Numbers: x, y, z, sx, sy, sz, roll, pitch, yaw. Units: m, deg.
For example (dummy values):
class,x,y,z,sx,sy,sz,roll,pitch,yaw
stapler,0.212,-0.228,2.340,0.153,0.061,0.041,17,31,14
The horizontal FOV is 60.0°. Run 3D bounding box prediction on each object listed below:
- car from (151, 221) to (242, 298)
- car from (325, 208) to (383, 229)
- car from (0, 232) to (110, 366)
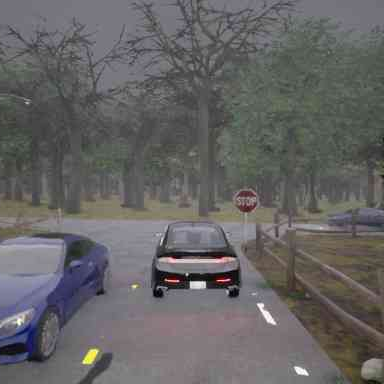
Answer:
class,x,y,z,sx,sy,sz,roll,pitch,yaw
car,0.035,1.492,8.520,2.128,1.511,4.902,0,0,-2
car,11.972,1.844,23.877,4.674,1.442,1.812,2,0,-2
car,-2.782,1.526,6.015,1.812,1.442,4.674,0,0,1
